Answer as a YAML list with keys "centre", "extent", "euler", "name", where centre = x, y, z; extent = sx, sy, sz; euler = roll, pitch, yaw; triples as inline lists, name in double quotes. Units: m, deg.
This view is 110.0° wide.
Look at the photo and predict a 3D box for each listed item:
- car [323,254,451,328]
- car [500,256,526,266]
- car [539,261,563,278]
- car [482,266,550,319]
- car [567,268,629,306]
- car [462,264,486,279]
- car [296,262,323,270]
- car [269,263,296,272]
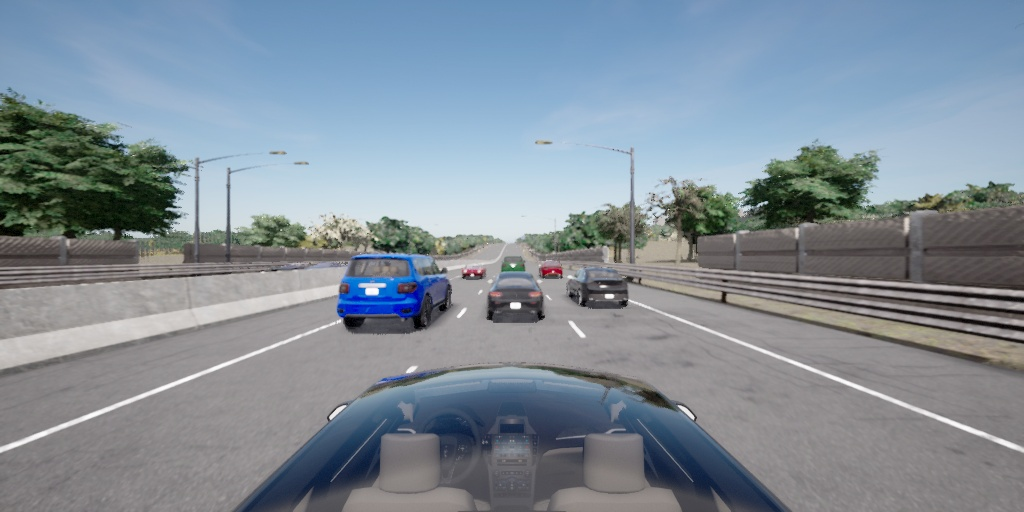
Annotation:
- centre: [-3.396, 0.959, 11.394]
  extent: [2.150, 2.045, 5.566]
  euler: [0, 0, 0]
  name: "car"
- centre: [0.110, 0.977, 33.351]
  extent: [2.150, 2.045, 5.566]
  euler: [0, 0, 0]
  name: "car"
- centre: [3.611, 1.234, 33.908]
  extent: [1.882, 1.535, 5.008]
  euler: [0, 0, 0]
  name: "car"
- centre: [0.104, 1.263, 12.624]
  extent: [1.812, 1.442, 4.674]
  euler: [0, 0, 0]
  name: "car"
- centre: [3.605, 1.243, 15.665]
  extent: [1.837, 1.490, 4.892]
  euler: [0, 0, 0]
  name: "car"
- centre: [-3.389, 1.355, 32.883]
  extent: [1.895, 1.301, 4.718]
  euler: [0, 0, 0]
  name: "car"
- centre: [-17.583, 1.303, 33.969]
  extent: [2.033, 1.411, 5.357]
  euler: [0, 0, 0]
  name: "car"
- centre: [-21.081, 1.357, 34.568]
  extent: [1.895, 1.301, 4.718]
  euler: [0, 0, 0]
  name: "car"
